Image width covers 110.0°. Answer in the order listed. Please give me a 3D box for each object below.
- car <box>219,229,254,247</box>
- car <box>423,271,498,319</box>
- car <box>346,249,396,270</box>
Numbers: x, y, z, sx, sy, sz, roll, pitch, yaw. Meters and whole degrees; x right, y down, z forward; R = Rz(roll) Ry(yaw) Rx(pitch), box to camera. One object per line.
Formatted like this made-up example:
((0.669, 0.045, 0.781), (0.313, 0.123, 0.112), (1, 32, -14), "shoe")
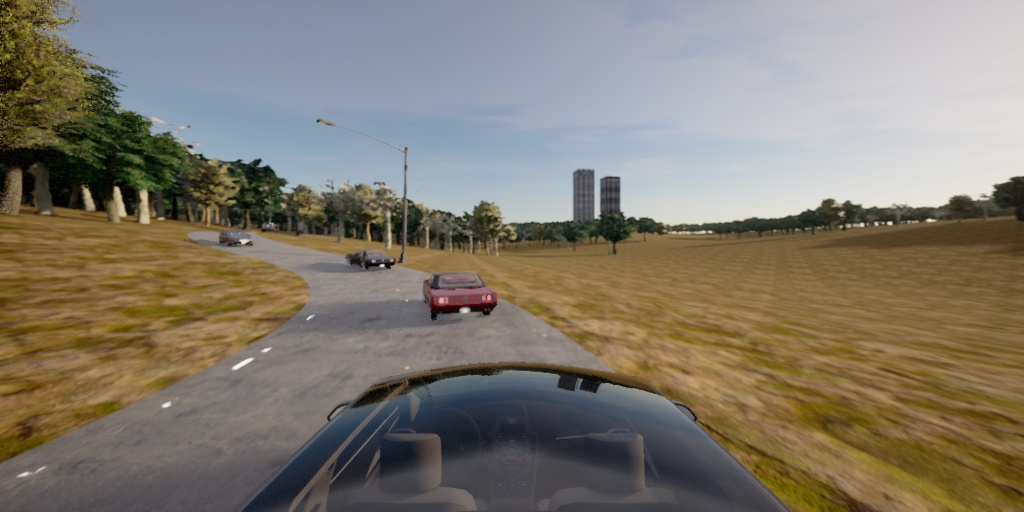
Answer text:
((-26.276, -1.750, 34.132), (4.902, 1.511, 2.128), (8, 7, 38), "car")
((-1.936, 1.144, 12.024), (1.895, 1.301, 4.718), (-1, 2, -17), "car")
((-10.146, 0.171, 25.522), (1.895, 1.301, 4.718), (-2, 6, -43), "car")
